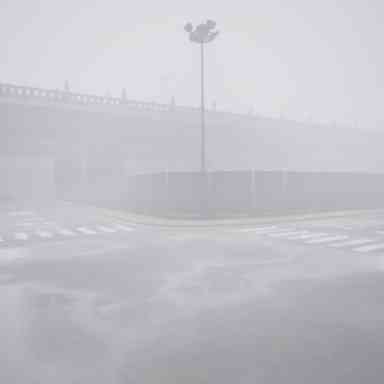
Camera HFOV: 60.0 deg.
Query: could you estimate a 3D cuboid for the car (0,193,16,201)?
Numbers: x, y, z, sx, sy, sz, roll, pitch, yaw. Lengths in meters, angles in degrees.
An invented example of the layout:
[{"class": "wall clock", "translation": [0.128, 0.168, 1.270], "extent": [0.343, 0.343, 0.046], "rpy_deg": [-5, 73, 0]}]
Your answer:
[{"class": "car", "translation": [-32.147, 0.850, 58.099], "extent": [1.994, 1.385, 4.181], "rpy_deg": [-1, 1, -17]}]
